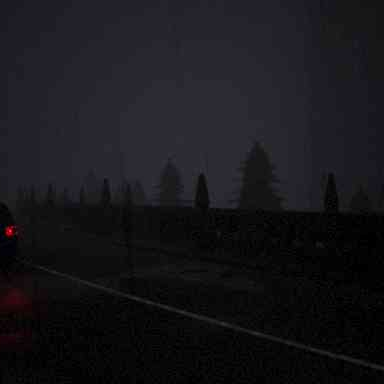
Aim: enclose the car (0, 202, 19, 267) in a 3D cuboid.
[{"bbox_3d":[-7.470,1.288,10.698,5.566,2.045,2.150,0,0,44],"label":"car"}]
